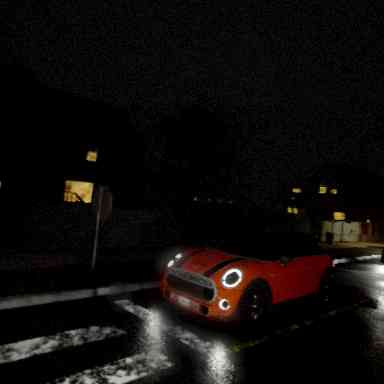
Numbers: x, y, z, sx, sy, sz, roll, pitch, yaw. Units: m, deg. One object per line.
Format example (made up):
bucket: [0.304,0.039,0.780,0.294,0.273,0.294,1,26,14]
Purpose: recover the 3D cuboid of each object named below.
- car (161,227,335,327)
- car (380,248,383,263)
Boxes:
car: [1.525,1.650,7.785,4.553,1.767,2.097,7,-2,-43]
car: [11.102,2.993,16.633,4.181,1.385,1.994,7,-2,-43]
